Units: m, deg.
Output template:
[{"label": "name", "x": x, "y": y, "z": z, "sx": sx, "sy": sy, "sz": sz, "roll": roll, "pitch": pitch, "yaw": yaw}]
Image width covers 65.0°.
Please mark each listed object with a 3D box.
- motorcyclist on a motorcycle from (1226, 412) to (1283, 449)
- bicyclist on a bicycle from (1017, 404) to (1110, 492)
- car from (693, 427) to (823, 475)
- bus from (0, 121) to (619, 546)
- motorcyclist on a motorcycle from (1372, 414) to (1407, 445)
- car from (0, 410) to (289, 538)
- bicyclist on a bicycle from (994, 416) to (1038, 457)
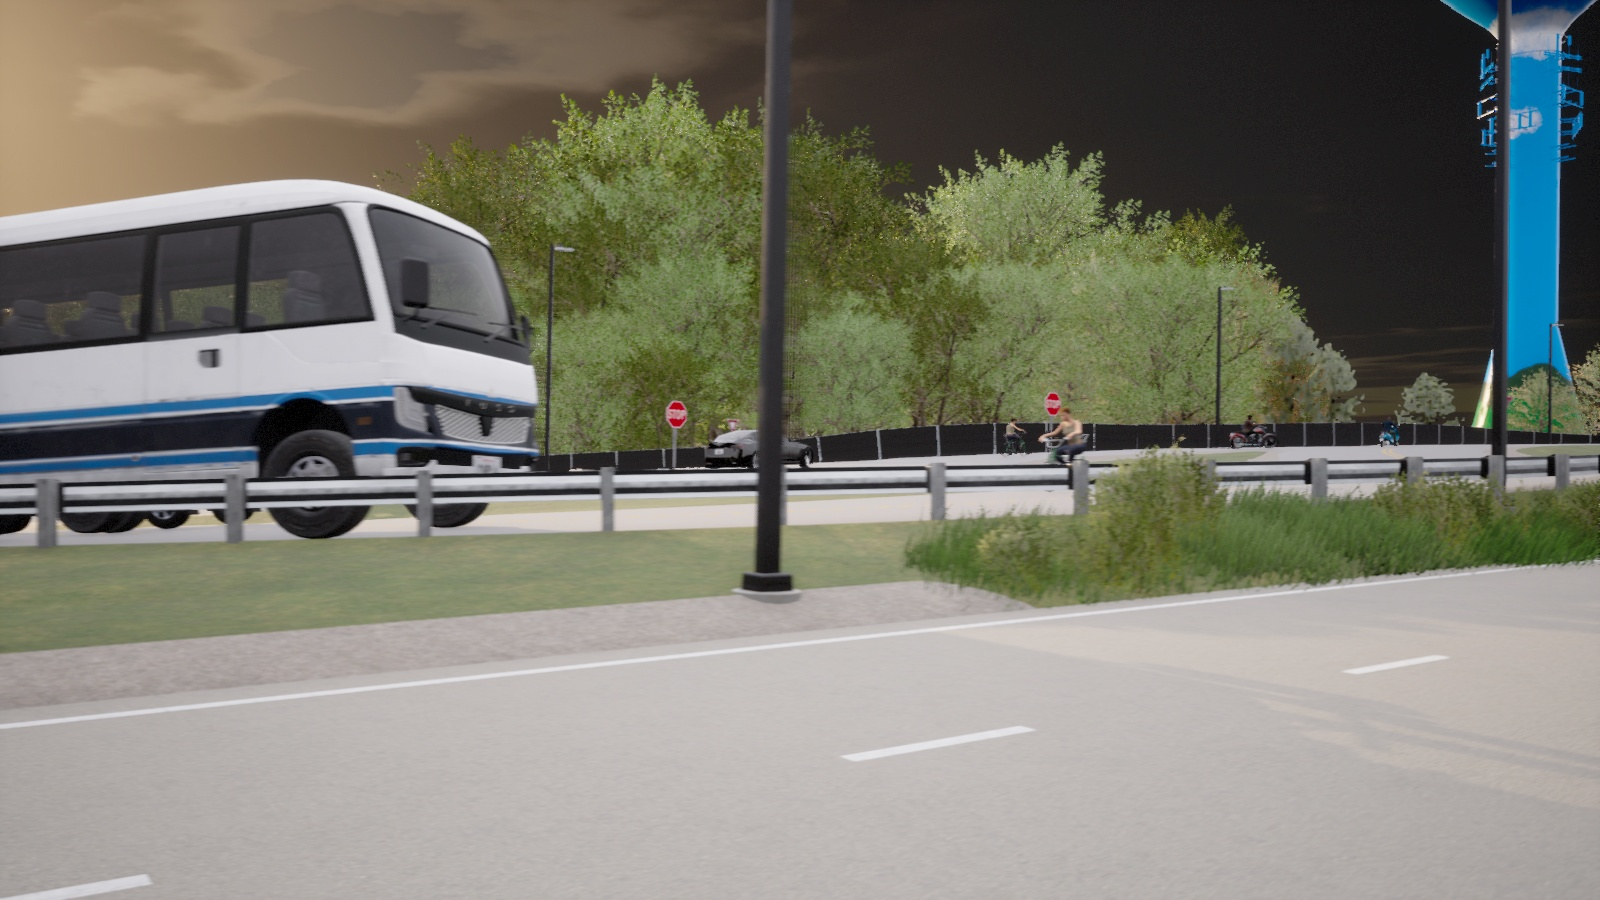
[{"label": "motorcyclist on a motorcycle", "x": 20.992, "y": -0.916, "z": 58.009, "sx": 2.350, "sy": 1.649, "sz": 0.766, "roll": -1, "pitch": 3, "yaw": -8}, {"label": "bicyclist on a bicycle", "x": 4.999, "y": -0.039, "z": 23.820, "sx": 1.509, "sy": 1.612, "sz": 0.866, "roll": -2, "pitch": 0, "yaw": -36}, {"label": "car", "x": -1.417, "y": 0.005, "z": 44.538, "sx": 2.163, "sy": 1.488, "sz": 4.792, "roll": -1, "pitch": 2, "yaw": 34}, {"label": "bus", "x": -7.991, "y": -0.990, "z": 16.528, "sx": 10.273, "sy": 4.253, "sz": 3.944, "roll": -3, "pitch": -3, "yaw": 17}, {"label": "motorcyclist on a motorcycle", "x": 30.488, "y": -1.066, "z": 64.917, "sx": 1.817, "sy": 1.590, "sz": 0.866, "roll": -1, "pitch": 1, "yaw": -36}, {"label": "car", "x": -11.068, "y": 0.428, "z": 20.626, "sx": 4.605, "sy": 1.855, "sz": 1.932, "roll": -2, "pitch": -2, "yaw": 10}, {"label": "bicyclist on a bicycle", "x": 8.774, "y": -0.544, "z": 50.999, "sx": 1.509, "sy": 1.612, "sz": 0.866, "roll": -2, "pitch": 0, "yaw": -31}]
